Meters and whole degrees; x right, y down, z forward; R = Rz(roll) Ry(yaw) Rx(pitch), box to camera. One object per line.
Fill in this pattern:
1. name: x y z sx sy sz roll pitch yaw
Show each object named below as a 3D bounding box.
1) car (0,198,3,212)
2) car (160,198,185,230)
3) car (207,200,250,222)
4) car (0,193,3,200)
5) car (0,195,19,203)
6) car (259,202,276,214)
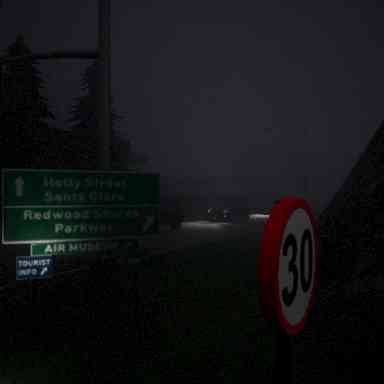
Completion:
1. car: -12.364 1.505 26.061 1.905 1.878 3.866 0 0 35
2. car: -2.678 1.414 20.798 2.150 2.045 5.566 0 0 36
3. car: 3.212 1.544 28.891 2.097 1.767 4.553 0 0 36
4. car: -20.620 1.413 35.485 2.150 2.045 5.566 0 0 21
5. car: -38.552 1.490 70.011 4.514 1.523 2.007 0 0 35
6. car: 9.086 1.756 36.945 1.994 1.385 4.181 0 0 36
